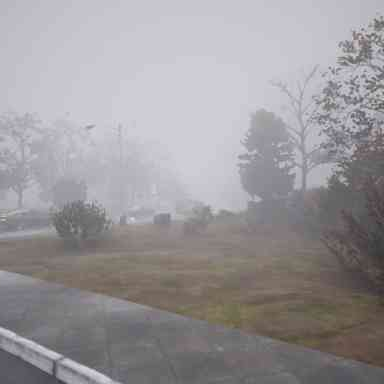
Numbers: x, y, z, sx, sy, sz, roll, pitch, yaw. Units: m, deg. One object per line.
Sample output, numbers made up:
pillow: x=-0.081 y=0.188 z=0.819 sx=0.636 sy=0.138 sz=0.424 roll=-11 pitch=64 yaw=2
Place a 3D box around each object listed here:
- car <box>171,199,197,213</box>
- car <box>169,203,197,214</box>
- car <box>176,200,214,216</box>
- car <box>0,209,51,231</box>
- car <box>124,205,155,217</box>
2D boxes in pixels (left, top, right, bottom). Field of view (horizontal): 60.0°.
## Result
car: x=-0.096 y=1.964 z=45.549 sx=2.150 sy=2.045 sz=5.566 roll=-3 pitch=-2 yaw=32
car: x=-1.310 y=2.453 z=50.485 sx=1.812 sy=1.442 sz=4.674 roll=-3 pitch=-2 yaw=33
car: x=0.710 y=2.113 z=40.215 sx=2.033 sy=1.411 sz=5.357 roll=-3 pitch=-2 yaw=32
car: x=-12.495 y=2.157 z=26.029 sx=1.837 sy=1.490 sz=4.892 roll=-3 pitch=-2 yaw=34
car: x=-6.604 y=2.391 z=42.069 sx=1.812 sy=1.442 sz=4.674 roll=-3 pitch=-2 yaw=32
